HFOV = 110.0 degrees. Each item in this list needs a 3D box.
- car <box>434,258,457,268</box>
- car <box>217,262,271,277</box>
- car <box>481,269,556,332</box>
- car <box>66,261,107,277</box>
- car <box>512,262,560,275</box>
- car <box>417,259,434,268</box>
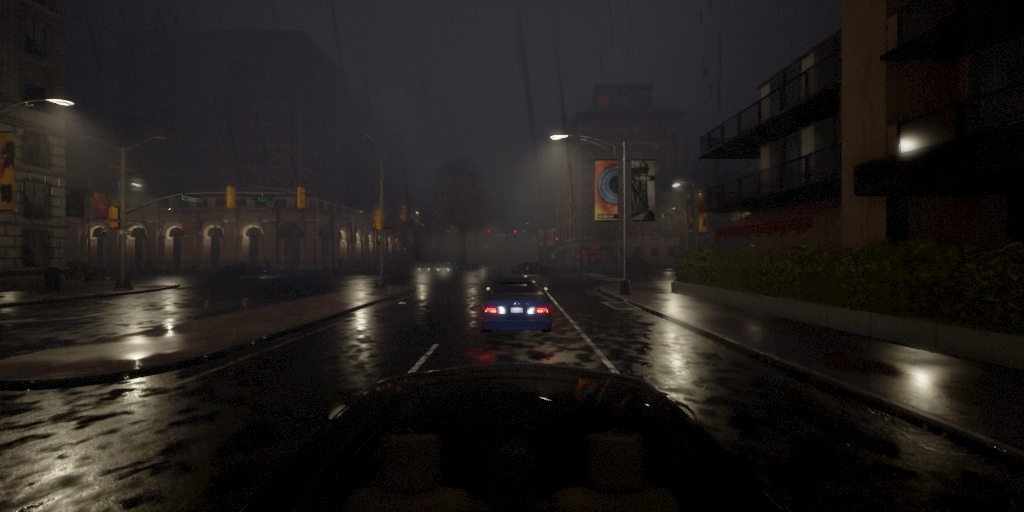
[{"bbox_3d":[-11.052,1.102,59.739,2.097,1.767,4.553,0,0,1],"label":"car"},{"bbox_3d":[-25.792,1.314,34.575,4.181,1.385,1.994,0,0,0],"label":"car"},{"bbox_3d":[0.146,1.297,10.789,2.033,1.411,5.357,0,0,1],"label":"car"},{"bbox_3d":[-42.244,1.227,34.647,5.008,1.535,1.882,0,0,1],"label":"car"},{"bbox_3d":[2.276,1.276,34.467,4.674,1.442,1.812,0,0,0],"label":"car"},{"bbox_3d":[-14.518,1.228,61.808,1.882,1.535,5.008,0,0,1],"label":"car"}]
